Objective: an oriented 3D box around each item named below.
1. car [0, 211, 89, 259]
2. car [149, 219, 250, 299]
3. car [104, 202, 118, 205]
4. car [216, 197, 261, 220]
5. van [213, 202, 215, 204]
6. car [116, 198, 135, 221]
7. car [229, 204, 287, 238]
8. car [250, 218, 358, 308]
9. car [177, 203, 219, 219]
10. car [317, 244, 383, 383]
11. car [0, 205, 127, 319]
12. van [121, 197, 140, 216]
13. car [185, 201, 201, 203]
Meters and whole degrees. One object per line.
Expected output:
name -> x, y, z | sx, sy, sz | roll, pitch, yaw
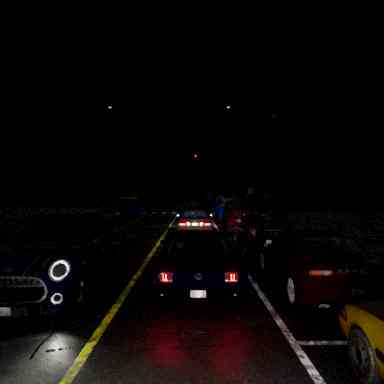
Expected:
car -> -5.733, 1.566, 13.249 | 1.947, 1.339, 4.313 | 0, 0, 0
car -> 0.121, 1.601, 8.381 | 1.895, 1.301, 4.718 | 0, 0, 0
car -> -5.720, 1.527, 18.516 | 1.752, 1.417, 4.829 | 0, 0, 0
car -> 2.806, 1.316, 18.665 | 2.192, 1.841, 5.009 | 0, 0, 0
van -> 2.833, 1.345, 29.540 | 1.690, 1.788, 3.998 | 0, 0, 0
car -> -5.706, 1.443, 24.124 | 1.967, 1.590, 4.097 | 0, 0, 0
car -> 2.792, 1.441, 13.227 | 1.967, 1.590, 4.097 | 0, 0, 0
car -> 2.779, 1.545, 7.790 | 1.887, 1.381, 4.507 | 0, 0, 0
car -> 0.141, 1.549, 17.972 | 2.033, 1.411, 5.357 | 0, 0, 0
car -> 2.766, 1.525, 2.522 | 1.752, 1.417, 4.829 | 0, 0, 0
car -> -3.079, 1.352, 7.649 | 2.097, 1.767, 4.553 | 0, 0, 0
van -> -5.693, 1.345, 29.562 | 1.690, 1.788, 3.998 | 0, 0, 0
car -> 0.065, 1.481, 27.799 | 1.882, 1.535, 5.008 | 0, 0, 0
